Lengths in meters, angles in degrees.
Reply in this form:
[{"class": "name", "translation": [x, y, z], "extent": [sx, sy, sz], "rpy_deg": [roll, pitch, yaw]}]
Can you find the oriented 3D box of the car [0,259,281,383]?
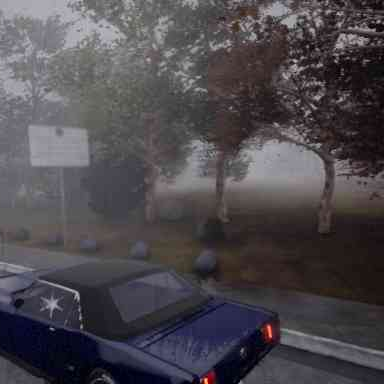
[{"class": "car", "translation": [-1.374, 1.633, 4.548], "extent": [4.718, 1.301, 1.895], "rpy_deg": [-1, 0, 36]}]
